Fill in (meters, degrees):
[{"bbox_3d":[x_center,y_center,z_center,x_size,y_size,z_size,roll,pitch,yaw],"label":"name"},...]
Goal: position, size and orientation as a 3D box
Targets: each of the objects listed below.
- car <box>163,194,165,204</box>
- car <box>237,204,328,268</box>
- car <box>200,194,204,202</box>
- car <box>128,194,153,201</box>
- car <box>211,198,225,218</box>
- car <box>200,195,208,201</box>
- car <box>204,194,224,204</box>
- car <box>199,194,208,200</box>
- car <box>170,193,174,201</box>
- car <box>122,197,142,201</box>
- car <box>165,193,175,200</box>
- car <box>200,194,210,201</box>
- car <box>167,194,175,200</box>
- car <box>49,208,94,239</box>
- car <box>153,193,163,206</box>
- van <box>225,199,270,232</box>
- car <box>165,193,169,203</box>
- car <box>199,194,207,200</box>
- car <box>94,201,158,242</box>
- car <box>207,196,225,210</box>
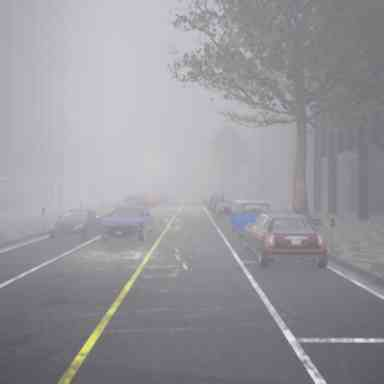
[{"bbox_3d":[-5.642,1.384,50.564,1.947,1.339,4.313,0,0,0],"label":"car"},{"bbox_3d":[2.864,1.389,11.075,1.967,1.590,4.097,0,0,0],"label":"car"},{"bbox_3d":[2.886,1.370,56.191,1.947,1.339,4.313,0,0,0],"label":"car"},{"bbox_3d":[-5.652,1.175,33.646,2.192,1.841,5.009,0,0,0],"label":"car"},{"bbox_3d":[2.871,1.459,27.994,1.802,1.307,4.206,0,0,0],"label":"car"},{"bbox_3d":[2.897,1.345,78.749,1.802,1.307,4.206,0,0,0],"label":"car"},{"bbox_3d":[2.877,1.161,39.272,2.192,1.841,5.009,0,0,0],"label":"car"},{"bbox_3d":[2.899,1.322,84.388,1.947,1.339,4.313,0,0,0],"label":"car"},{"bbox_3d":[-5.631,1.336,73.119,1.947,1.339,4.313,0,0,0],"label":"car"},{"bbox_3d":[-5.654,1.403,27.839,1.752,1.417,4.829,0,0,0],"label":"car"},{"bbox_3d":[-5.626,1.071,84.395,2.192,1.841,5.009,0,0,0],"label":"car"},{"bbox_3d":[2.894,1.210,73.110,1.967,1.590,4.097,0,0,0],"label":"car"},{"bbox_3d":[-5.623,1.334,90.034,1.802,1.307,4.206,0,0,0],"label":"car"},{"bbox_3d":[-5.659,1.505,16.732,1.802,1.307,4.206,0,0,0],"label":"car"},{"bbox_3d":[-5.646,1.147,44.924,2.192,1.841,5.009,0,0,0],"label":"car"},{"bbox_3d":[2.867,1.264,16.714,1.690,1.788,3.998,0,0,0],"label":"van"},{"bbox_3d":[-5.640,1.119,56.201,2.192,1.841,5.009,0,0,0],"label":"car"},{"bbox_3d":[2.902,1.318,90.028,1.947,1.339,4.313,0,0,0],"label":"car"},{"bbox_3d":[-2.991,1.403,16.216,1.882,1.535,5.008,0,0,0],"label":"car"},{"bbox_3d":[2.874,1.426,33.632,1.947,1.339,4.313,0,0,0],"label":"car"}]
